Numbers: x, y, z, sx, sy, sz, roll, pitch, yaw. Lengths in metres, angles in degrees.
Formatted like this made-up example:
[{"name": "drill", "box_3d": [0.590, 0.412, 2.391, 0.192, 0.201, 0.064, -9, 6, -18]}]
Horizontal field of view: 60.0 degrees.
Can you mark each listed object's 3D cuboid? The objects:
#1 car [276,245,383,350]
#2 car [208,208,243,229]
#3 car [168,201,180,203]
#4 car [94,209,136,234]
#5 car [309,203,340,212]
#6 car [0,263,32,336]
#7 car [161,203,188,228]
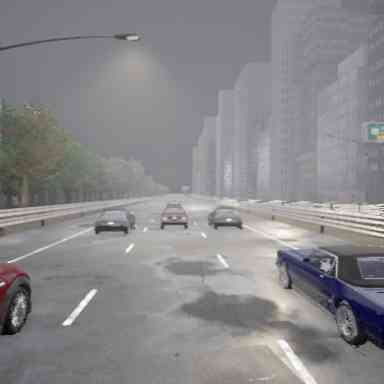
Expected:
[{"name": "car", "box_3d": [3.160, 1.676, 6.437, 1.895, 1.301, 4.718, 0, 0, -3]}, {"name": "car", "box_3d": [2.261, 1.776, 23.394, 1.994, 1.385, 4.181, 0, 0, -3]}, {"name": "car", "box_3d": [-2.078, 1.812, 39.050, 2.128, 1.511, 4.902, 0, 0, -3]}, {"name": "car", "box_3d": [-4.585, 1.703, 20.300, 1.994, 1.385, 4.181, 0, 0, -3]}, {"name": "car", "box_3d": [19.464, 2.249, 48.805, 2.033, 1.411, 5.357, 0, 0, -21]}, {"name": "car", "box_3d": [-3.712, 1.361, 3.860, 2.097, 1.767, 4.553, 0, 0, -3]}, {"name": "car", "box_3d": [-1.256, 1.736, 23.624, 2.033, 1.411, 5.357, 0, -1, -3]}]
